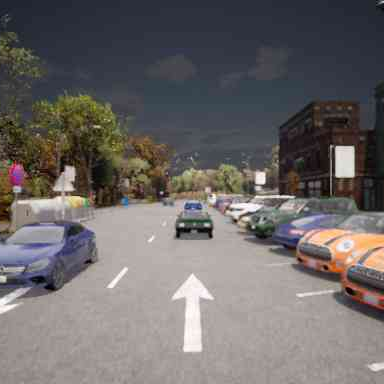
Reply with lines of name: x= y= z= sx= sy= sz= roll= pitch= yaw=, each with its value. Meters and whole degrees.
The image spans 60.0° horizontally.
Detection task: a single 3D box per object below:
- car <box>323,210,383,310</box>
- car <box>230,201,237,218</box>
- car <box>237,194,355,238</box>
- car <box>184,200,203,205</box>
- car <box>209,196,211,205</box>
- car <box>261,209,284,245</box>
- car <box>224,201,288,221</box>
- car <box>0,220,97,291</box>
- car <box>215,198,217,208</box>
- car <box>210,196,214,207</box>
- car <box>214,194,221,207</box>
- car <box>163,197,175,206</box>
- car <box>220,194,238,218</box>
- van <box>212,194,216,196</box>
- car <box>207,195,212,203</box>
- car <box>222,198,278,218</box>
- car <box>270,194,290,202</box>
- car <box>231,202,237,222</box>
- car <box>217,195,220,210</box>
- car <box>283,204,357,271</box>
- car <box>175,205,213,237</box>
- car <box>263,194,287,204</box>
car: x=5.347 y=1.368 z=6.762 sx=4.553 sy=1.767 sz=2.185 roll=1 pitch=0 yaw=-20
car: x=5.328 y=1.555 z=21.753 sx=4.792 sy=1.488 sz=2.163 roll=1 pitch=0 yaw=-20
car: x=5.328 y=1.258 z=15.738 sx=5.566 sy=2.045 sz=2.435 roll=1 pitch=0 yaw=-20
car: x=0.133 y=1.569 z=36.475 sx=1.882 sy=1.535 sz=5.008 roll=0 pitch=0 yaw=0
car: x=5.419 y=1.670 z=48.792 sx=4.674 sy=1.452 sz=2.002 roll=1 pitch=0 yaw=-20
car: x=5.326 y=1.544 z=12.760 sx=4.674 sy=1.452 sz=2.002 roll=1 pitch=0 yaw=-20
car: x=5.350 y=1.573 z=27.754 sx=4.792 sy=1.488 sz=2.163 roll=1 pitch=0 yaw=-20
car: x=-3.969 y=1.537 z=9.163 sx=1.812 sy=1.442 sz=4.674 roll=0 pitch=0 yaw=0
car: x=5.401 y=1.618 z=36.778 sx=4.674 sy=1.452 sz=2.002 roll=1 pitch=0 yaw=-20
car: x=5.403 y=1.604 z=42.789 sx=5.008 sy=1.535 sz=2.097 roll=1 pitch=-1 yaw=-20
car: x=5.440 y=1.465 z=39.787 sx=4.553 sy=1.767 sz=2.185 roll=1 pitch=0 yaw=-20
car: x=-4.008 y=1.693 z=57.725 sx=1.837 sy=1.490 sz=4.892 roll=0 pitch=-1 yaw=0
car: x=5.344 y=1.282 z=24.755 sx=5.566 sy=2.045 sz=2.435 roll=1 pitch=0 yaw=-20
van: x=5.524 y=1.393 z=45.836 sx=4.442 sy=1.987 sz=1.878 roll=1 pitch=-1 yaw=-20
car: x=5.237 y=1.638 z=51.734 sx=5.366 sy=1.575 sz=1.946 roll=1 pitch=0 yaw=-20
car: x=5.353 y=1.428 z=30.769 sx=4.553 sy=1.767 sz=2.185 roll=1 pitch=-1 yaw=-20
car: x=24.022 y=1.583 z=90.958 sx=2.435 sy=2.045 sz=5.566 roll=0 pitch=-1 yaw=-21
car: x=5.173 y=1.511 z=18.695 sx=5.366 sy=1.575 sz=1.946 roll=1 pitch=0 yaw=-20
car: x=5.361 y=1.440 z=33.770 sx=4.553 sy=1.767 sz=2.185 roll=1 pitch=-1 yaw=-20
car: x=5.355 y=1.373 z=9.763 sx=4.553 sy=1.767 sz=2.185 roll=1 pitch=0 yaw=-20
car: x=0.115 y=1.631 z=18.313 sx=1.895 sy=1.301 sz=4.718 roll=0 pitch=0 yaw=0
car: x=18.397 y=1.499 z=73.817 sx=2.435 sy=2.045 sz=5.566 roll=0 pitch=0 yaw=-21
